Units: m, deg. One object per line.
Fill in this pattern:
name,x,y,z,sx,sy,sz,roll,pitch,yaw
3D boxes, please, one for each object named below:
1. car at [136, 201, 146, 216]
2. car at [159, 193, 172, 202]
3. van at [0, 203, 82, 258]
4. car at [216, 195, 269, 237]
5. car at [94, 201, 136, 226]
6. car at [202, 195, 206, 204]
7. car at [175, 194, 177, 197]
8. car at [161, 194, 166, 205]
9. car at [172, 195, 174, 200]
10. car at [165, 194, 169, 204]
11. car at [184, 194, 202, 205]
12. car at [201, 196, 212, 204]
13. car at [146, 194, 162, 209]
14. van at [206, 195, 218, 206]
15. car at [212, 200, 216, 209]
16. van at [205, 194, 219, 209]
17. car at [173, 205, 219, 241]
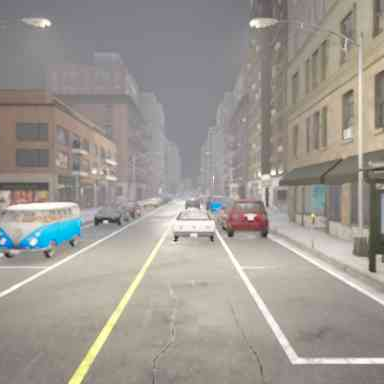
car,-5.418,1.473,28.479,1.887,1.381,4.507,0,0,0
car,-5.429,1.171,60.916,2.192,1.841,5.009,0,0,0
van,-5.413,1.306,12.260,1.690,1.788,3.998,0,0,0
car,2.697,1.283,17.672,2.192,1.841,5.009,0,0,0
car,-5.416,1.507,23.073,1.947,1.339,4.313,0,0,0
car,2.664,1.235,39.298,2.192,1.841,5.009,0,0,0
car,-5.436,1.358,82.541,2.008,1.369,4.403,0,0,0
car,-5.425,1.431,50.104,2.008,1.369,4.403,0,0,0
car,-5.433,1.413,71.729,1.802,1.307,4.206,0,0,0
car,-5.427,1.434,55.510,1.947,1.339,4.313,0,0,0
car,0.080,1.402,41.726,2.128,1.511,4.902,0,0,0
car,2.631,1.396,61.093,1.752,1.417,4.829,0,0,0
car,-5.423,1.418,44.529,1.752,1.417,4.829,0,0,0
van,2.672,1.273,33.891,1.690,1.788,3.998,0,0,0
car,2.688,1.507,23.079,2.008,1.369,4.403,0,0,0
van,2.656,1.249,44.704,1.690,1.788,3.998,0,0,0
car,0.092,1.566,16.586,1.895,1.301,4.718,0,0,0
